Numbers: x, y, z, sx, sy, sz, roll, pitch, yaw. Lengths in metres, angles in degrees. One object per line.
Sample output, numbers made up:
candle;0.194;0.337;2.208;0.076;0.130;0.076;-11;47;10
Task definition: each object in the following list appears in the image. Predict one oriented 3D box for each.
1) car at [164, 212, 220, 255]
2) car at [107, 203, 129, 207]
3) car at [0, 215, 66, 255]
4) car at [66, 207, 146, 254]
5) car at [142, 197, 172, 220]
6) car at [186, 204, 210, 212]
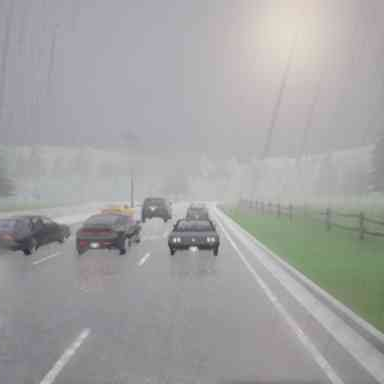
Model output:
car;0.113;1.730;13.900;1.895;1.301;4.718;0;0;1
car;-6.494;1.750;29.411;1.882;1.535;5.008;0;0;2
car;-6.889;1.677;13.931;2.033;1.411;5.357;0;0;1
car;-3.378;1.639;14.178;1.837;1.490;4.892;0;0;1
car;-3.013;1.484;28.865;2.150;2.045;5.566;0;0;2
car;0.497;1.762;29.049;2.128;1.511;4.902;0;0;2
